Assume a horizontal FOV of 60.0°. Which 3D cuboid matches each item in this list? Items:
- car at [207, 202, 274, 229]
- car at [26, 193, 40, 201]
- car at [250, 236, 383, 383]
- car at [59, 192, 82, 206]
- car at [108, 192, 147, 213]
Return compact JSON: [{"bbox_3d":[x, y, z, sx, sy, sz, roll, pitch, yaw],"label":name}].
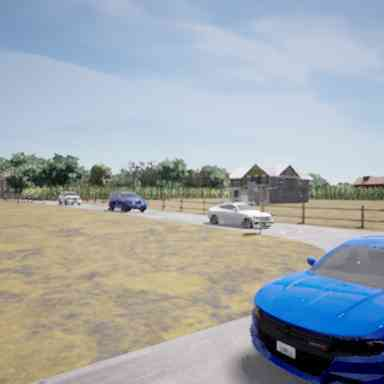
[{"bbox_3d":[2.865,1.378,20.496,1.812,1.442,4.674,2,0,-38],"label":"car"},{"bbox_3d":[-39.900,1.496,84.507,2.128,1.511,4.902,2,-1,-36],"label":"car"},{"bbox_3d":[3.073,1.471,5.148,5.008,1.535,1.882,0,0,-36],"label":"car"},{"bbox_3d":[-18.438,0.997,50.103,2.150,2.045,5.566,2,-1,-36],"label":"car"},{"bbox_3d":[-6.603,0.987,33.542,2.150,2.045,5.566,2,-1,-36],"label":"car"}]
